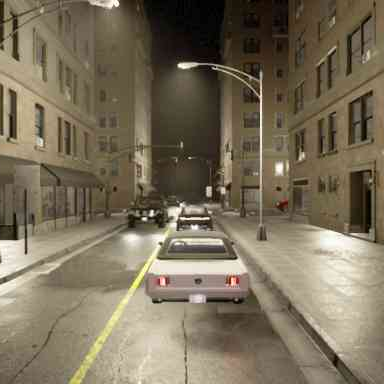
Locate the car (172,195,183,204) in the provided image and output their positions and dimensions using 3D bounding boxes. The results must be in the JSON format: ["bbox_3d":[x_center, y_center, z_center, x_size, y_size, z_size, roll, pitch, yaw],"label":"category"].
[{"bbox_3d":[-2.831,1.380,48.993,2.097,1.767,4.553,0,0,0],"label":"car"}]

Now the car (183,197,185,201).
[{"bbox_3d":[-2.757,1.543,66.788,2.128,1.511,4.902,0,0,0],"label":"car"}]

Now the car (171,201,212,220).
[{"bbox_3d":[0.111,1.492,18.307,2.128,1.511,4.902,0,0,-1],"label":"car"}]

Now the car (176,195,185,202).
[{"bbox_3d":[-2.729,1.562,77.930,1.837,1.490,4.892,0,0,0],"label":"car"}]

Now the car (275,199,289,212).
[{"bbox_3d":[12.277,1.338,38.548,5.009,1.841,2.192,0,0,0],"label":"car"}]

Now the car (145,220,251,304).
[{"bbox_3d":[0.106,1.599,8.087,1.895,1.301,4.718,0,0,0],"label":"car"}]

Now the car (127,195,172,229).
[{"bbox_3d":[-2.745,1.226,21.951,2.150,2.045,5.566,0,0,0],"label":"car"}]
